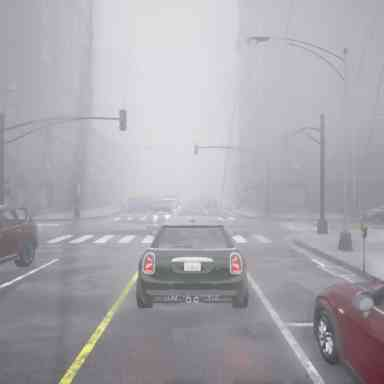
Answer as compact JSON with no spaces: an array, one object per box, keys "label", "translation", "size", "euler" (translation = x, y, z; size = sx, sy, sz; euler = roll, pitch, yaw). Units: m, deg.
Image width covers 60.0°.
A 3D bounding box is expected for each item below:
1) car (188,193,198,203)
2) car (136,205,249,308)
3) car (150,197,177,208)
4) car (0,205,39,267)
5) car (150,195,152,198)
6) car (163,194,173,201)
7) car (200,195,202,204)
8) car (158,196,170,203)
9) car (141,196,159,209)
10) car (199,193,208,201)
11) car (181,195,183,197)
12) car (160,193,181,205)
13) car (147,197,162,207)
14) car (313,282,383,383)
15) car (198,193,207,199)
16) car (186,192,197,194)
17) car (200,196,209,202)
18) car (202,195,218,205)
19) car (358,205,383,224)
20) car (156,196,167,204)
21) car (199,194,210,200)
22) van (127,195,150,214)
[{"label":"car","translation":[0.107,1.513,66.609],"size":[1.812,1.442,4.674],"euler":[0,0,0]},{"label":"car","translation":[0.016,1.351,8.056],"size":[2.097,1.767,4.553],"euler":[0,0,0]},{"label":"car","translation":[-3.073,1.542,36.039],"size":[2.033,1.411,5.357],"euler":[0,0,0]},{"label":"car","translation":[-5.852,1.314,8.635],"size":[2.192,1.841,5.009],"euler":[0,0,0]},{"label":"car","translation":[-5.826,1.309,41.179],"size":[2.192,1.841,5.009],"euler":[0,0,0]},{"label":"car","translation":[-5.795,1.299,80.349],"size":[2.192,1.841,5.009],"euler":[0,0,0]},{"label":"car","translation":[2.709,1.542,52.386],"size":[2.008,1.369,4.403],"euler":[0,0,0]},{"label":"car","translation":[-5.804,1.538,69.158],"size":[2.008,1.369,4.403],"euler":[0,0,0]},{"label":"car","translation":[-5.822,1.433,46.774],"size":[1.967,1.590,4.097],"euler":[0,0,0]},{"label":"car","translation":[3.069,1.207,86.585],"size":[2.150,2.045,5.566],"euler":[0,0,0]},{"label":"car","translation":[-3.039,1.591,56.537],"size":[1.895,1.301,4.718],"euler":[0,0,0]},{"label":"car","translation":[-3.066,1.215,46.349],"size":[2.150,2.045,5.566],"euler":[0,0,0]},{"label":"car","translation":[-5.817,1.536,52.370],"size":[1.887,1.381,4.507],"euler":[0,0,0]},{"label":"car","translation":[2.670,1.440,3.130],"size":[1.967,1.590,4.097],"euler":[0,0,0]},{"label":"car","translation":[2.718,1.304,63.574],"size":[2.192,1.841,5.009],"euler":[0,0,0]},{"label":"car","translation":[0.060,1.359,76.576],"size":[1.812,1.442,4.674],"euler":[0,0,0]},{"label":"car","translation":[2.727,1.568,74.763],"size":[1.802,1.307,4.206],"euler":[0,0,0]},{"label":"car","translation":[2.705,1.518,46.961],"size":[1.752,1.417,4.829],"euler":[0,0,0]},{"label":"car","translation":[14.395,1.515,23.743],"size":[4.674,1.442,1.812],"euler":[0,0,1]},{"label":"car","translation":[-5.808,1.514,63.392],"size":[1.752,1.417,4.829],"euler":[0,0,0]},{"label":"car","translation":[2.713,1.556,57.980],"size":[1.947,1.339,4.313],"euler":[0,0,0]},{"label":"van","translation":[-5.830,1.336,35.582],"size":[1.690,1.788,3.998],"euler":[0,0,0]}]
